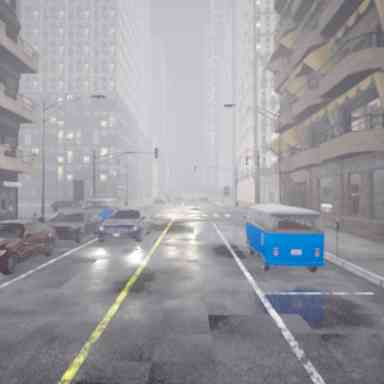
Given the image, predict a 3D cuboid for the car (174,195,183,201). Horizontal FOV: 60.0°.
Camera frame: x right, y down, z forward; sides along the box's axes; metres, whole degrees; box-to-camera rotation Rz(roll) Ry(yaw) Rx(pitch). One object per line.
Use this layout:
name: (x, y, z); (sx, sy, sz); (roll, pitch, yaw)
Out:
car: (-3.007, 1.335, 77.138); (1.882, 1.535, 5.008); (0, 0, 0)

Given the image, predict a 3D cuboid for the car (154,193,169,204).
car: (-5.679, 1.330, 59.549); (1.967, 1.590, 4.097); (1, 0, 0)

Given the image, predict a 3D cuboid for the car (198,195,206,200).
car: (2.696, 1.405, 87.495); (1.947, 1.339, 4.313); (1, 0, 0)

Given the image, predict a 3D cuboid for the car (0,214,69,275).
car: (-5.645, 1.563, 10.402); (1.802, 1.307, 4.206); (1, 0, 0)

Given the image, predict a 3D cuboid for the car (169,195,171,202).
car: (-5.683, 1.461, 65.124); (1.802, 1.307, 4.206); (1, 0, 0)

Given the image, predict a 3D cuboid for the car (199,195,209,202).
car: (2.697, 1.451, 70.762); (1.802, 1.307, 4.206); (1, 0, 0)

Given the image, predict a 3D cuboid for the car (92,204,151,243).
car: (-3.085, 1.496, 15.947); (1.812, 1.442, 4.674); (0, 0, 0)

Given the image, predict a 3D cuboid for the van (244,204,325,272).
van: (2.707, 1.322, 10.455); (1.690, 1.788, 3.998); (1, 0, 0)

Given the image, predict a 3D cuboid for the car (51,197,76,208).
car: (-16.495, 1.416, 44.128); (4.097, 1.590, 1.967); (0, -1, 0)

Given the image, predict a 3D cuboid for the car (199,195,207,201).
car: (2.698, 1.374, 82.087); (1.752, 1.417, 4.829); (1, 0, 0)

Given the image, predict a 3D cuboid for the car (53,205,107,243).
car: (-5.645, 1.536, 15.942); (1.947, 1.339, 4.313); (1, 0, 0)

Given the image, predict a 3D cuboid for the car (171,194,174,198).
car: (-5.678, 1.184, 70.699); (2.192, 1.841, 5.009); (1, 0, 0)

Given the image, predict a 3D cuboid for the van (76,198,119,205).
van: (-5.811, 1.301, 21.482); (1.690, 1.788, 3.998); (1, 0, 0)
